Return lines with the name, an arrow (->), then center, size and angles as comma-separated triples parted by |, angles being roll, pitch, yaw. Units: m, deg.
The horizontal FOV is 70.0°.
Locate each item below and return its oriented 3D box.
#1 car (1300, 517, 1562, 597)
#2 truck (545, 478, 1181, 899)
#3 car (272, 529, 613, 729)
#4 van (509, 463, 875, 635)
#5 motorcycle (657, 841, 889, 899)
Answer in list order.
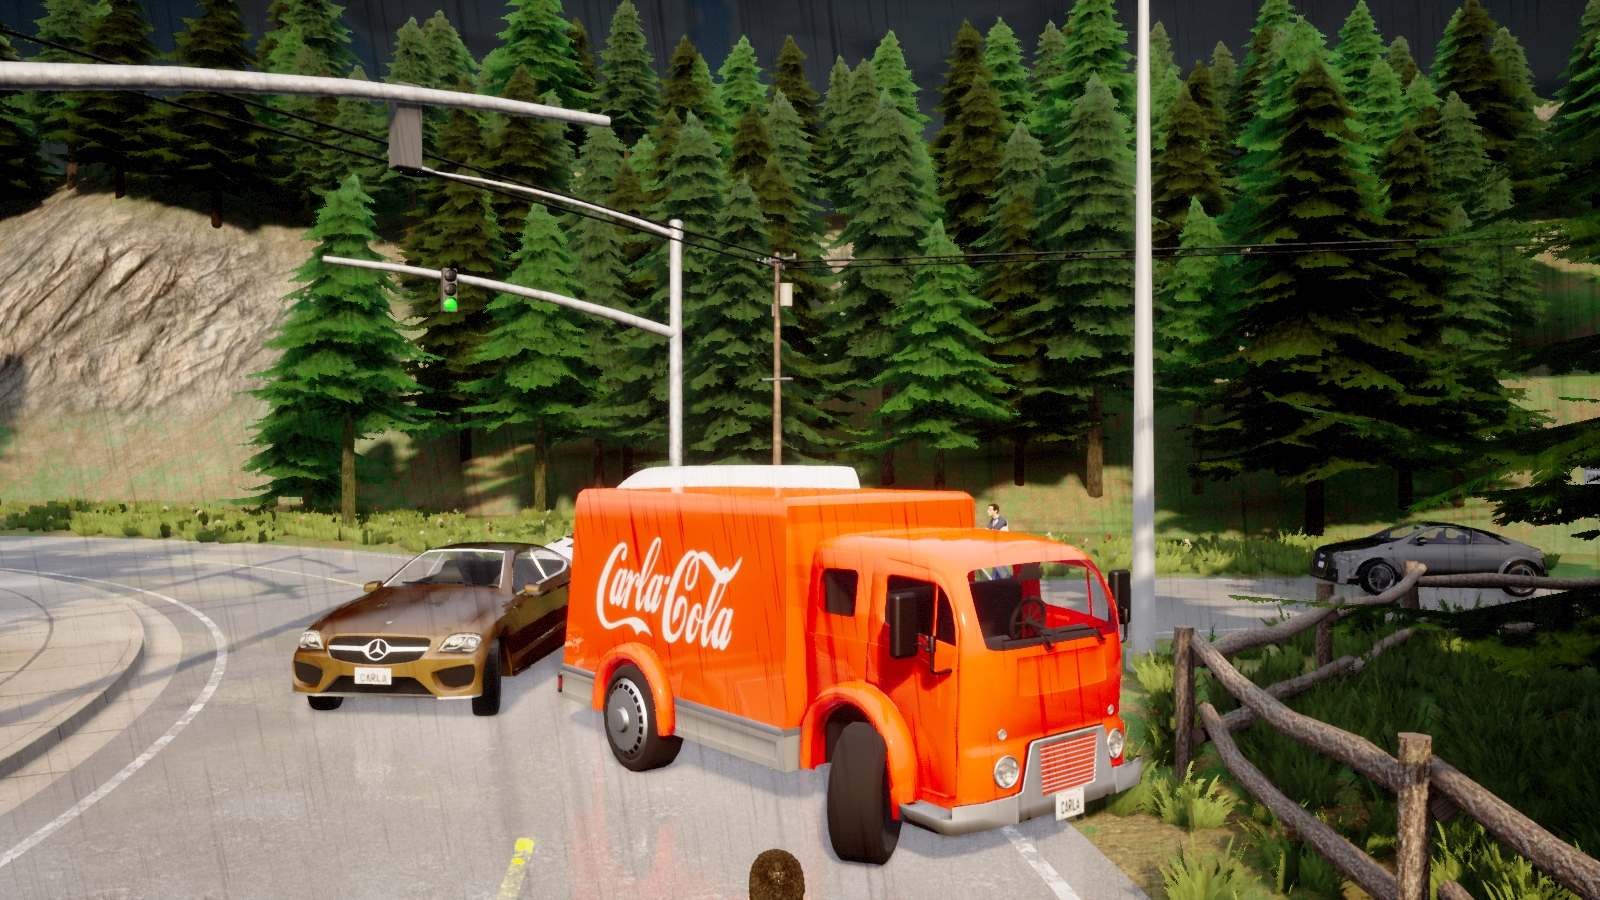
car -> 12.589, 2.119, 23.051 | 4.181, 1.385, 1.994 | 0, 0, 6
truck -> 0.202, 1.542, 9.769 | 2.627, 2.467, 5.204 | 0, 0, -39
car -> -4.038, 1.970, 14.038 | 2.152, 1.651, 5.027 | 0, 0, 6
van -> -1.776, 1.528, 19.549 | 5.915, 2.561, 1.988 | 0, 0, -27
motorcycle -> -0.074, 2.159, 3.526 | 0.803, 1.199, 2.033 | 0, 0, -2
